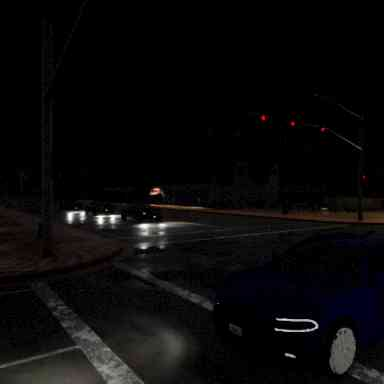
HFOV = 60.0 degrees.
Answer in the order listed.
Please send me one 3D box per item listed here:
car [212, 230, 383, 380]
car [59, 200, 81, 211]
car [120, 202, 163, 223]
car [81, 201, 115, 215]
[{"bbox_3d":[2.609,1.477,5.657,5.008,1.535,1.882,0,0,-35],"label":"car"},{"bbox_3d":[-15.146,1.600,41.663,1.895,1.301,4.718,0,0,-35],"label":"car"},{"bbox_3d":[-4.085,1.525,26.133,1.812,1.442,4.674,0,0,-36],"label":"car"},{"bbox_3d":[-9.312,1.563,33.452,1.994,1.385,4.181,0,0,-35],"label":"car"}]
